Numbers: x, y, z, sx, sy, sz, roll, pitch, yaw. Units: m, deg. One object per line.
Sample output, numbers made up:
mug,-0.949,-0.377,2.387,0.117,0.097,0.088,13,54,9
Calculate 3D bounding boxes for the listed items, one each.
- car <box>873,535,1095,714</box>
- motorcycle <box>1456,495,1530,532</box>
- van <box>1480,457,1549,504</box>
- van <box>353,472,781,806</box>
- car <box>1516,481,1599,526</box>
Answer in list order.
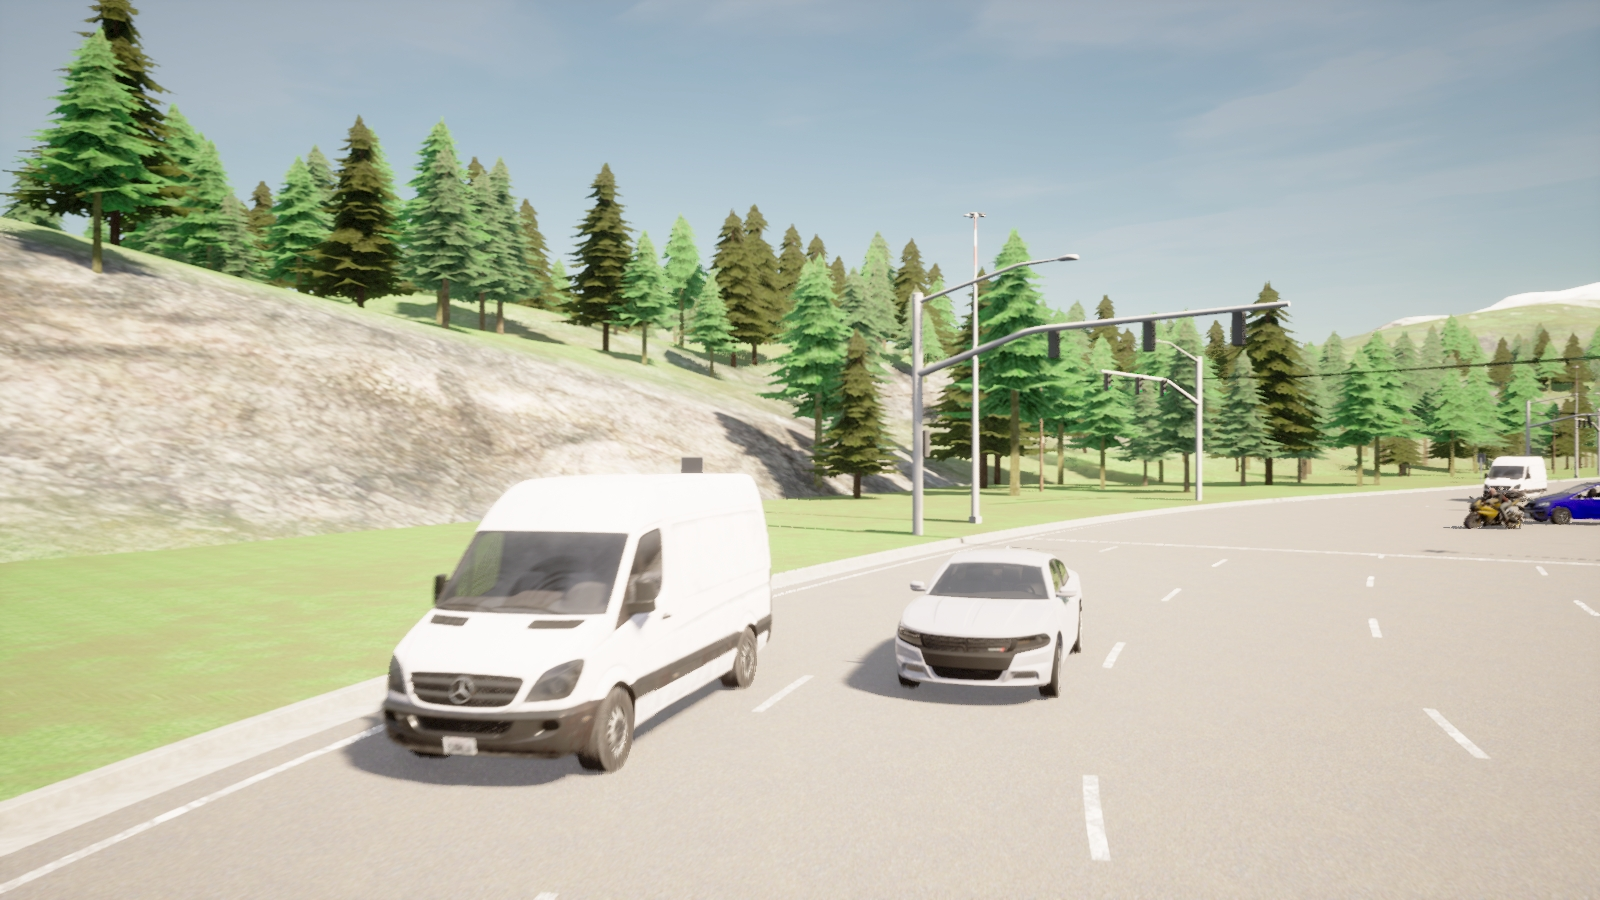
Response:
car,2.599,2.068,14.901,2.097,1.535,5.006,0,0,18
motorcycle,25.266,2.298,41.661,2.209,1.251,0.867,0,2,-5
van,40.950,1.679,65.427,5.915,2.561,1.988,0,0,-44
van,-2.007,1.561,12.198,1.988,2.561,5.915,0,0,16
car,31.021,2.068,44.723,4.611,1.667,2.242,0,-1,13
